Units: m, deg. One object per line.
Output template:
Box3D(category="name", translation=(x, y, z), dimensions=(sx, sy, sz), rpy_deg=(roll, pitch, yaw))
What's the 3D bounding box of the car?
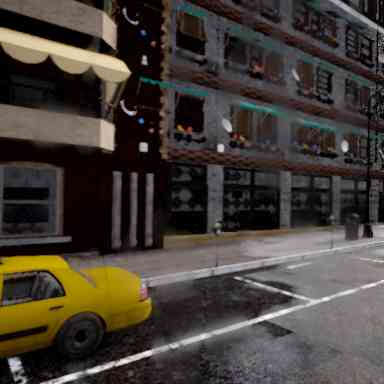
Box3D(category="car", translation=(-2.922, 1.527, 4.460), dimensions=(4.829, 1.417, 1.752), rpy_deg=(1, 1, -35))
